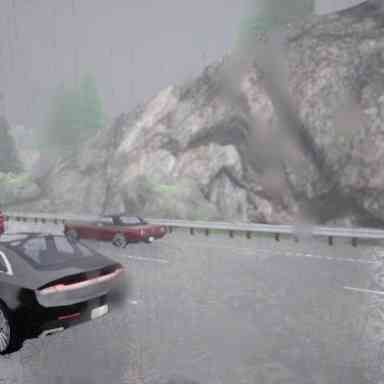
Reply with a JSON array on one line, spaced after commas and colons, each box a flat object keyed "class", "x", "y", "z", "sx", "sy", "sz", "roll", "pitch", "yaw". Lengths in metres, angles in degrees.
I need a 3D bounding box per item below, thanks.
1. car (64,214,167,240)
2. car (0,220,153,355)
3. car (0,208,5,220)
[{"class": "car", "x": -3.503, "y": 1.616, "z": 14.573, "sx": 4.718, "sy": 1.301, "sz": 1.895, "roll": 0, "pitch": 0, "yaw": 33}, {"class": "car", "x": -3.342, "y": 1.505, "z": 6.107, "sx": 4.902, "sy": 1.511, "sz": 2.128, "roll": 0, "pitch": 0, "yaw": 33}, {"class": "car", "x": -10.696, "y": 1.268, "z": 14.972, "sx": 5.566, "sy": 2.045, "sz": 2.150, "roll": 0, "pitch": 0, "yaw": 32}]
